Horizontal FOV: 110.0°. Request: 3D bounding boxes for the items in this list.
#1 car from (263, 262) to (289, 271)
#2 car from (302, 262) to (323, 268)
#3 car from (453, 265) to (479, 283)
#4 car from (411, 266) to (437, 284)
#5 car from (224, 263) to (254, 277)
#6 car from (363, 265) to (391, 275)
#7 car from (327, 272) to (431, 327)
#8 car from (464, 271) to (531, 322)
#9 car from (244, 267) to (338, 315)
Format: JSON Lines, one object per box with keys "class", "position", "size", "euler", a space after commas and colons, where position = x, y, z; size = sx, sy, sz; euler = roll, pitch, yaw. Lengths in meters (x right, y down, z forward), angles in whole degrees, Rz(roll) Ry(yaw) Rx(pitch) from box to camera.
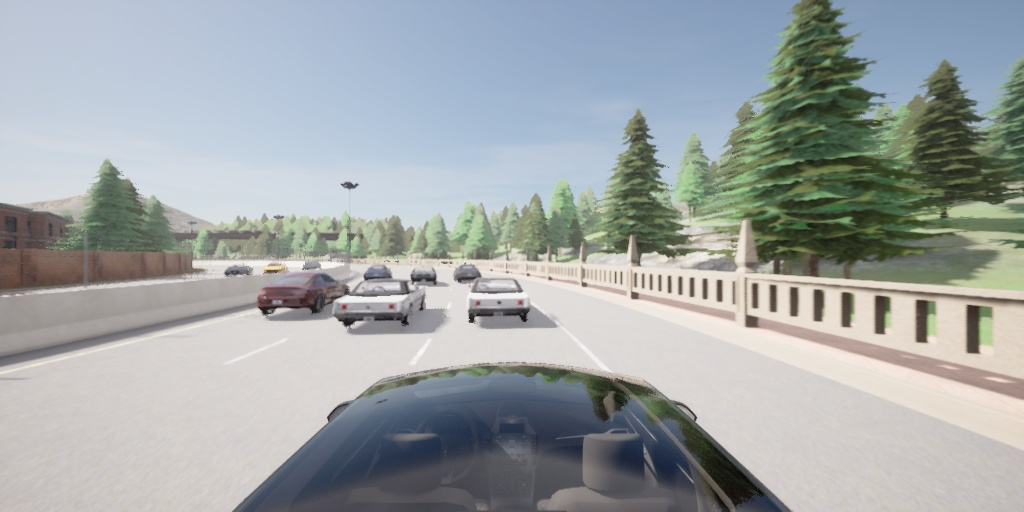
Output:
{"class": "car", "position": [-26.041, 1.398, 39.679], "size": [1.882, 1.535, 5.008], "euler": [0, 0, -25]}
{"class": "car", "position": [-23.117, 1.398, 41.694], "size": [1.882, 1.535, 5.008], "euler": [0, 0, -25]}
{"class": "car", "position": [-3.739, 1.407, 29.522], "size": [1.994, 1.385, 4.181], "euler": [0, 0, -14]}
{"class": "car", "position": [-6.751, 1.444, 27.380], "size": [1.895, 1.301, 4.718], "euler": [0, 0, -14]}
{"class": "car", "position": [-29.617, 1.490, 39.055], "size": [1.994, 1.385, 4.181], "euler": [0, 0, -25]}
{"class": "car", "position": [-11.000, 1.422, 29.522], "size": [1.994, 1.385, 4.181], "euler": [0, 0, -16]}
{"class": "car", "position": [-4.026, 1.390, 11.769], "size": [1.895, 1.301, 4.718], "euler": [0, 0, -5]}
{"class": "car", "position": [-0.589, 1.385, 12.522], "size": [1.895, 1.301, 4.718], "euler": [0, 0, -6]}
{"class": "car", "position": [-7.810, 1.329, 13.795], "size": [1.812, 1.442, 4.674], "euler": [0, 0, -7]}
